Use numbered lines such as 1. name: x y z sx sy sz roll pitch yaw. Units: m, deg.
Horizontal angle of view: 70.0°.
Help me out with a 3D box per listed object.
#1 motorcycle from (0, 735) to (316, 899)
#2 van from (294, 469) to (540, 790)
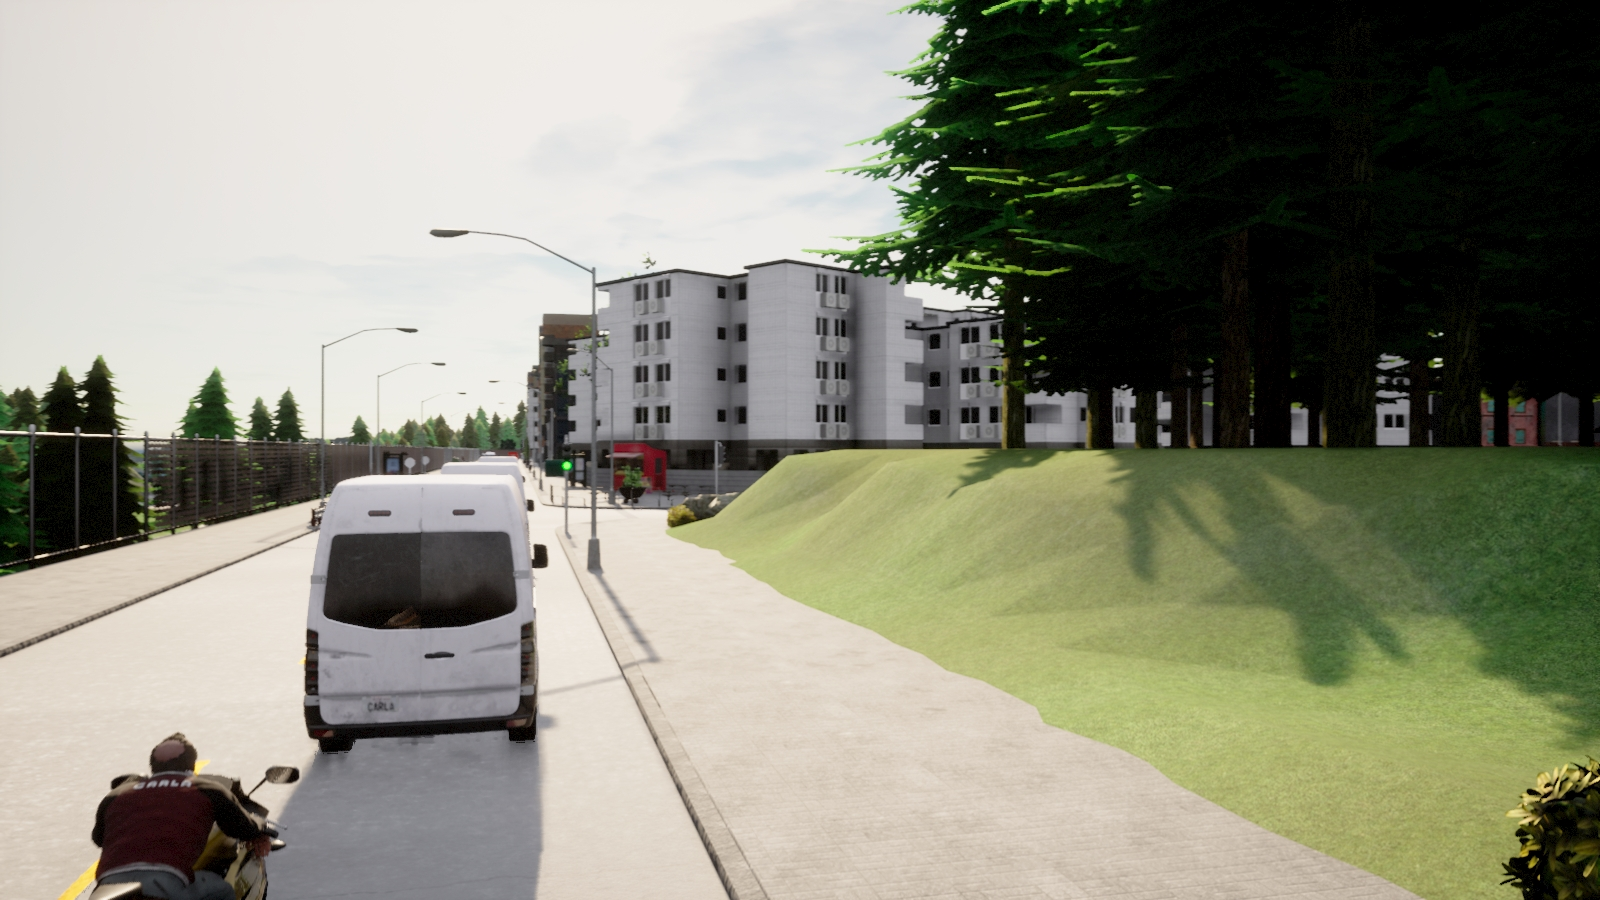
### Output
1. motorcycle: -2.844 2.210 5.171 0.867 1.251 2.209 0 0 -14
2. van: -3.933 1.546 12.599 1.988 2.561 5.915 0 0 -14
